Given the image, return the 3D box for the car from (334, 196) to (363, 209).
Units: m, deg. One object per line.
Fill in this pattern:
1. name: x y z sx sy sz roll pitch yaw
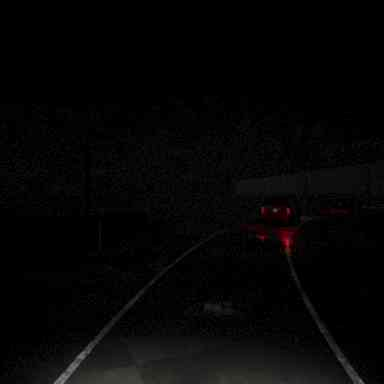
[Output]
1. car: 18.093 1.161 38.357 4.674 1.442 1.812 0 1 -43

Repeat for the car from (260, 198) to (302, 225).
1. car: 6.143 1.152 22.724 2.097 1.767 4.553 1 1 26
